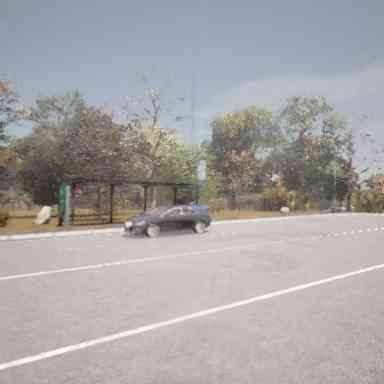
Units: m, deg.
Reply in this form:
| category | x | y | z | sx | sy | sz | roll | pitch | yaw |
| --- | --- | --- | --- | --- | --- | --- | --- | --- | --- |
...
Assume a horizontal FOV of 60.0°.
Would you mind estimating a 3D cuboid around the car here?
| category | x | y | z | sx | sy | sz | roll | pitch | yaw |
| --- | --- | --- | --- | --- | --- | --- | --- | --- | --- |
| car | -1.185 | 1.493 | 17.767 | 4.902 | 1.511 | 2.128 | 0 | 0 | -36 |
